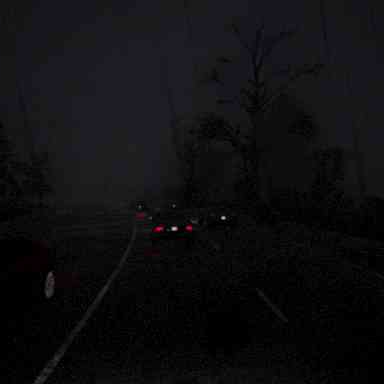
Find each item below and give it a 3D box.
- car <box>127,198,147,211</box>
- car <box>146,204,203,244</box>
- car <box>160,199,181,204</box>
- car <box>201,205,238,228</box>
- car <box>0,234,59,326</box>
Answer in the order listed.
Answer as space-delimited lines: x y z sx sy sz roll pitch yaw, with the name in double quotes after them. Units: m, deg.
-6.754 1.479 40.962 1.837 1.490 4.892 0 0 -18 "car"
-1.024 1.526 15.856 2.033 1.411 5.357 0 0 -7 "car"
-2.572 1.500 39.340 1.994 1.385 4.181 -1 0 -17 "car"
1.559 1.512 21.882 1.994 1.385 4.181 0 0 -9 "car"
-3.822 1.487 5.430 1.882 1.535 5.008 0 0 -3 "car"
